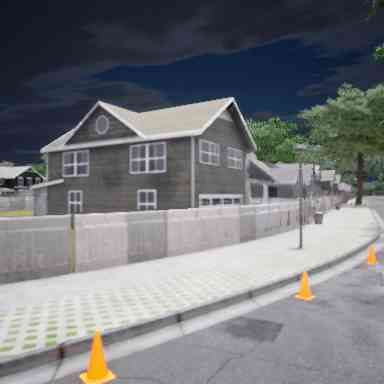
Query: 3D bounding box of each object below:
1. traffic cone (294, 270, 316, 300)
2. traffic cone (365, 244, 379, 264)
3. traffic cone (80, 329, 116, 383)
[{"bbox_3d":[2.450,1.980,7.199,0.340,0.580,0.340,0,0,-43],"label":"traffic cone"},{"bbox_3d":[5.752,1.975,10.635,0.340,0.580,0.340,-1,0,41],"label":"traffic cone"},{"bbox_3d":[-1.161,1.988,4.093,0.340,0.580,0.340,0,0,-38],"label":"traffic cone"}]
